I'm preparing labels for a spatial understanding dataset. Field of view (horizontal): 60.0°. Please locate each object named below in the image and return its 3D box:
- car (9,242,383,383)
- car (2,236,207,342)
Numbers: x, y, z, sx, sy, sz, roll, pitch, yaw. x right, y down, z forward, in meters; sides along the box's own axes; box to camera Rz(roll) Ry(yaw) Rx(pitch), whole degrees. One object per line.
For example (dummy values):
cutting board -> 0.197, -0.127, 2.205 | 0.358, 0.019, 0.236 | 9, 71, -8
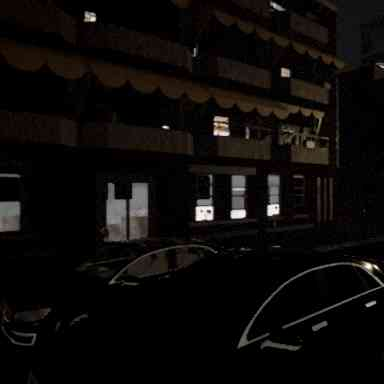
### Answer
car -> 0.764, 1.490, 3.918 | 4.892, 1.490, 1.837 | 0, 0, -35
car -> -0.862, 1.535, 5.944 | 4.403, 1.369, 2.008 | 0, 0, -36
